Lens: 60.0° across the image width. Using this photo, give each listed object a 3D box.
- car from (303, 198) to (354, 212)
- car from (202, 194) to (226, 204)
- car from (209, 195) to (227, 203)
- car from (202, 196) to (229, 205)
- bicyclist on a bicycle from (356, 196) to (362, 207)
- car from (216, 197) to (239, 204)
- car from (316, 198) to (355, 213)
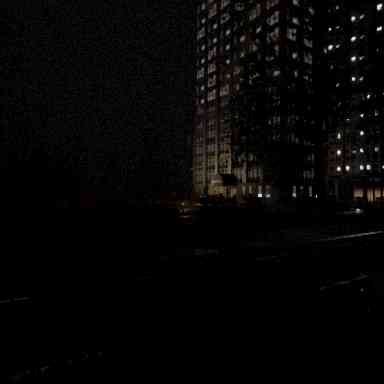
[{"bbox_3d":[16.142,1.491,39.632,2.033,1.411,5.357,1,0,-34],"label":"car"},{"bbox_3d":[4.194,1.305,63.468,2.097,1.767,4.553,1,0,-34],"label":"car"},{"bbox_3d":[3.222,1.362,53.085,2.128,1.511,4.902,1,0,-34],"label":"car"},{"bbox_3d":[3.951,1.404,57.854,2.128,1.511,4.902,1,0,-34],"label":"car"},{"bbox_3d":[23.889,1.397,47.577,1.656,1.620,0.582,1,0,-34],"label":"bicyclist on a bicycle"},{"bbox_3d":[6.856,1.601,65.327,1.895,1.301,4.718,1,0,-34],"label":"car"},{"bbox_3d":[14.884,1.404,35.674,1.837,1.490,4.892,1,0,-34],"label":"car"}]
